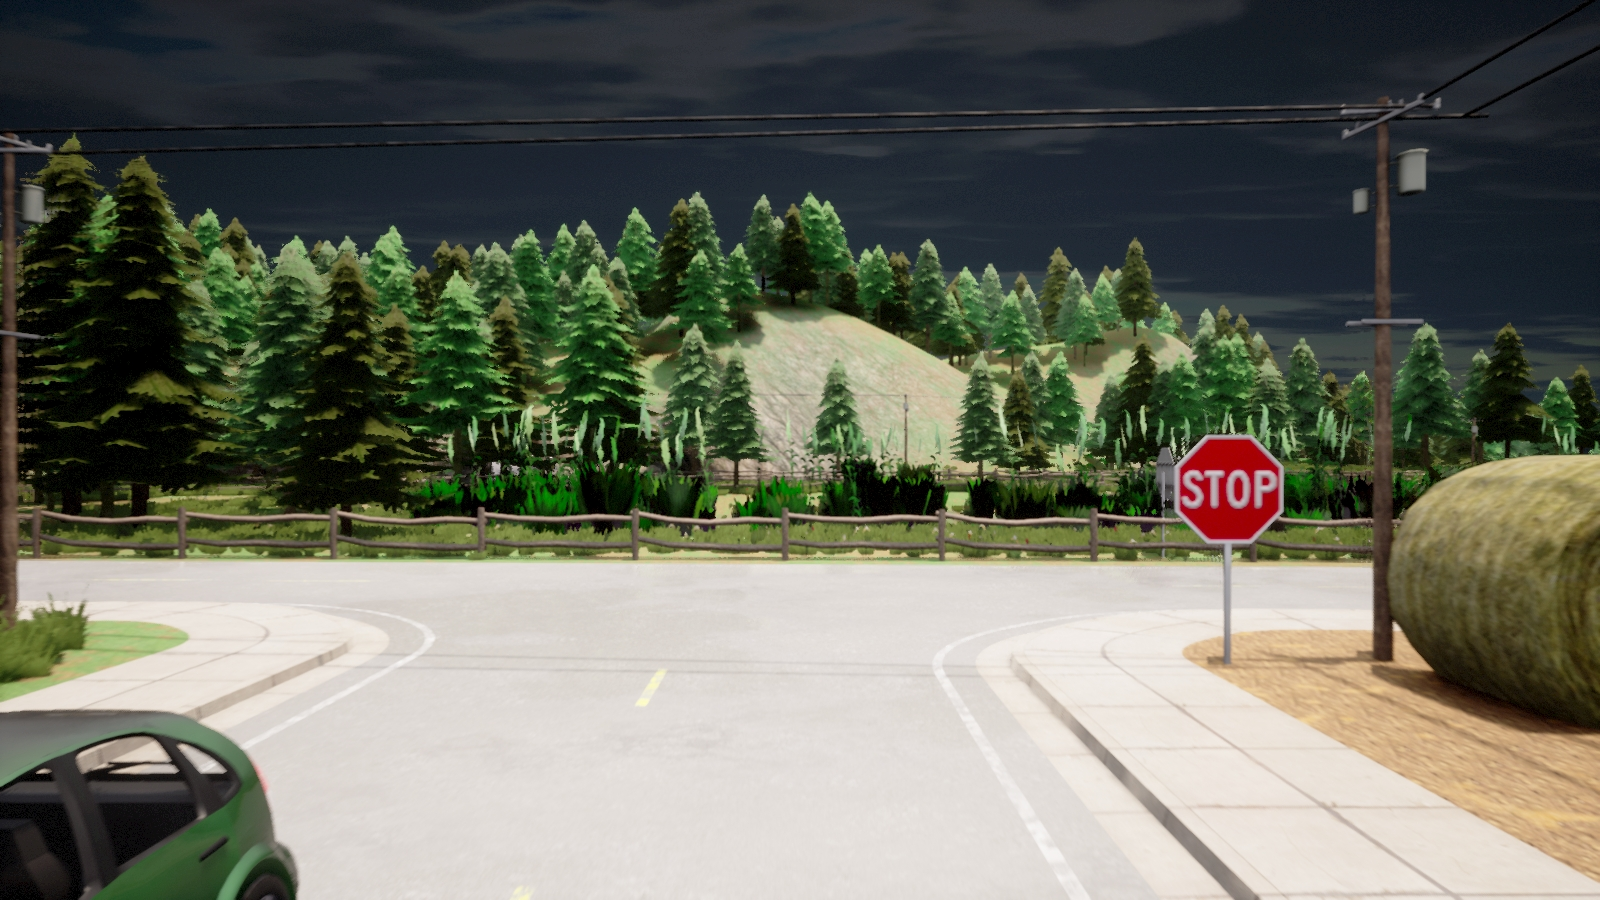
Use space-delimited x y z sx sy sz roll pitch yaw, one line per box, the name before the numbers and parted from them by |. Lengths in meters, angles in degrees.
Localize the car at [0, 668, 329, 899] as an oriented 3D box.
car | -3.498 1.999 4.247 1.851 1.617 3.988 0 0 0
